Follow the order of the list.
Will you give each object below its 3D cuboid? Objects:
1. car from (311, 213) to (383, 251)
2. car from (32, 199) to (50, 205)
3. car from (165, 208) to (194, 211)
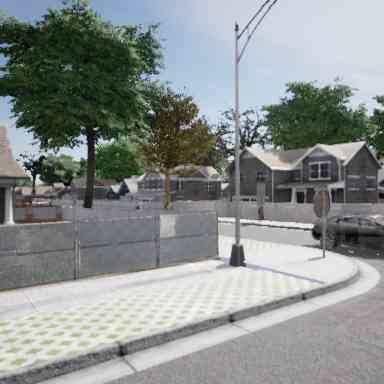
[{"bbox_3d":[7.110,1.623,13.074,2.128,1.511,4.902,0,-1,-36],"label":"car"},{"bbox_3d":[-27.770,2.238,61.053,2.150,2.045,5.566,0,-1,-36],"label":"car"},{"bbox_3d":[-0.738,1.854,23.872,2.033,1.411,5.357,0,-1,-36],"label":"car"}]
